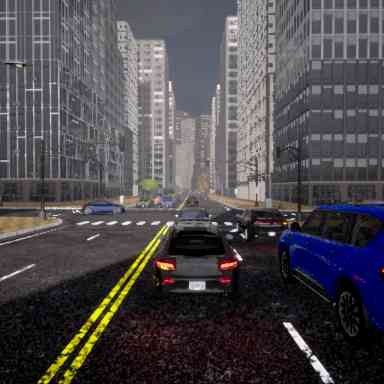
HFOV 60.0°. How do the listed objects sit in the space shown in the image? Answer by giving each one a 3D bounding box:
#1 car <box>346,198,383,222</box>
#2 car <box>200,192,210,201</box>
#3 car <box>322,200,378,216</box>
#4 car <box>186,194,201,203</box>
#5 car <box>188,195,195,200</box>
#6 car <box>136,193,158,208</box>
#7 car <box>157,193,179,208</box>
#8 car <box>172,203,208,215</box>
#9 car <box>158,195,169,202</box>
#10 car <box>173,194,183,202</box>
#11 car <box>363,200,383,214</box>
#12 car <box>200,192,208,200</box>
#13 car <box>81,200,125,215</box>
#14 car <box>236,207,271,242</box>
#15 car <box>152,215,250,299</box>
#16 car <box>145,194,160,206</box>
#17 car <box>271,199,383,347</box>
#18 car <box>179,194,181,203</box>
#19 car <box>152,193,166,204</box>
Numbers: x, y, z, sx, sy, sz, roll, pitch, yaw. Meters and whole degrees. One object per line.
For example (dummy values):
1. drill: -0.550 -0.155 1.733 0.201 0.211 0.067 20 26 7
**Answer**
1. car: 16.178 1.523 28.431 5.009 1.841 2.192 1 0 1
2. car: 3.185 1.453 79.628 1.812 1.442 4.674 0 0 0
3. car: 16.198 1.620 34.217 4.892 1.490 1.837 0 1 0
4. car: 0.057 1.445 53.373 1.882 1.535 5.008 0 0 0
5. car: -0.073 1.448 88.794 1.812 1.442 4.674 0 0 0
6. car: -6.666 1.325 47.872 2.097 1.767 4.553 0 0 1
7. car: -3.384 1.325 47.920 2.097 1.767 4.553 0 0 0
8. car: 0.087 1.540 17.582 2.033 1.411 5.357 0 0 0
9. car: -6.564 1.481 76.519 2.033 1.411 5.357 0 0 0
10. car: -3.314 1.295 77.417 2.097 1.767 4.553 0 0 0
11. car: 21.779 1.648 36.722 4.829 1.417 1.752 1 0 1
12. car: 3.177 0.980 89.657 2.150 2.045 5.566 0 0 0
13. car: -8.676 1.491 32.560 4.181 1.385 1.994 0 1 -14
14. car: 3.337 1.498 16.312 1.837 1.490 4.892 0 0 0
15. car: 0.093 1.523 8.308 1.812 1.442 4.674 0 0 0
16. car: -6.632 1.316 56.510 2.097 1.767 4.553 0 0 0
17. car: 3.349 1.219 6.451 2.150 2.045 5.566 0 0 0
18. car: -3.382 1.511 57.392 2.033 1.411 5.357 0 0 0
19. car: -6.585 1.175 66.039 2.150 2.045 5.566 0 0 1
